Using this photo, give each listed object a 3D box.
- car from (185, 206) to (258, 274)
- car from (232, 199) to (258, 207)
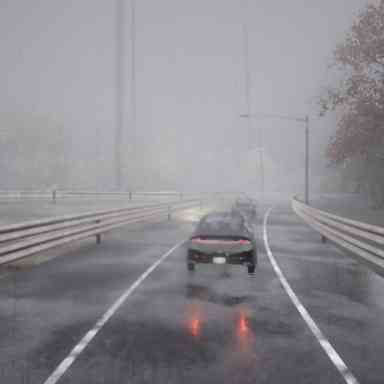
[{"bbox_3d":[0.997,1.400,10.322,2.128,1.511,4.902,0,1,8],"label":"car"},{"bbox_3d":[4.213,1.268,26.608,2.128,1.511,4.902,0,1,14],"label":"car"}]
